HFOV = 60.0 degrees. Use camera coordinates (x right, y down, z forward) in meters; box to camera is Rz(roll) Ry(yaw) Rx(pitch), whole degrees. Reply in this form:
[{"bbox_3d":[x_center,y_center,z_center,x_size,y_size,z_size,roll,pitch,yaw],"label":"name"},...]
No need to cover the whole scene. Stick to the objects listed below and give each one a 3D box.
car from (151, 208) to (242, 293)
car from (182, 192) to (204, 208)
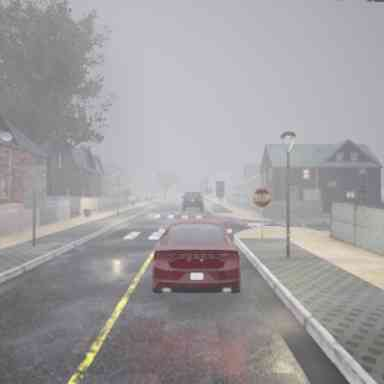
[{"bbox_3d":[0.095,1.422,8.726,1.882,1.535,5.008,0,0,0],"label":"car"},{"bbox_3d":[0.085,1.006,36.153,2.150,2.045,5.566,0,0,0],"label":"car"}]
